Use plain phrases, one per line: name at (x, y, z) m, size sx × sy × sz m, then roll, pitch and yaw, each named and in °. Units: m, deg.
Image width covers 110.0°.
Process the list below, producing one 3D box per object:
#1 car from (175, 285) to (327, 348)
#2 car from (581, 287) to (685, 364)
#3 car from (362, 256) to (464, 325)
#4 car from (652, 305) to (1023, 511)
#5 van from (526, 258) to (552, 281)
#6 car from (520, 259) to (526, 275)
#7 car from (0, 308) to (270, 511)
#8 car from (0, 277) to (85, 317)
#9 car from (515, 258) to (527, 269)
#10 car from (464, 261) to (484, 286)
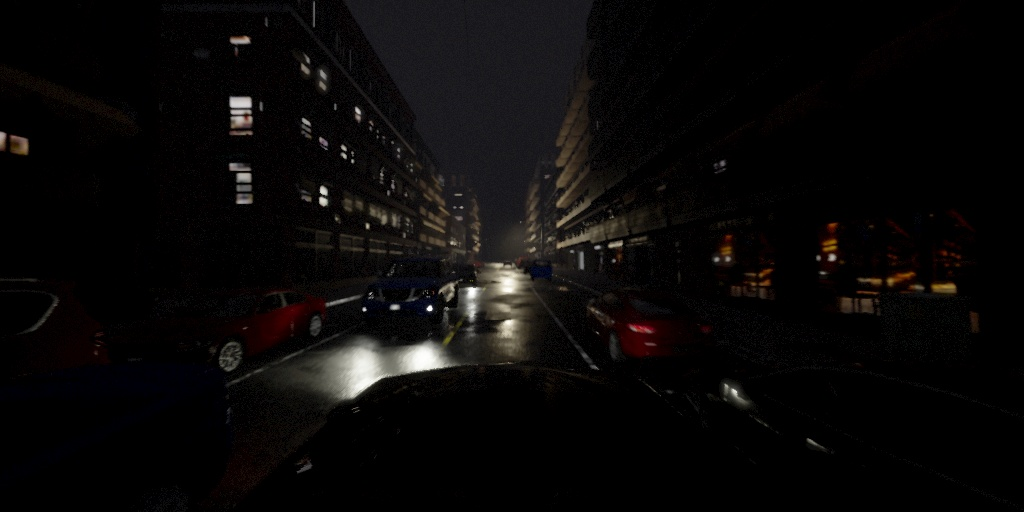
car at (-5.735, 1.369, 7.681) m, size 1.888 × 1.381 × 4.507 m, roll 0°, pitch 0°, yaw -1°
car at (2.646, 1.323, 7.746) m, size 1.802 × 1.307 × 4.207 m, roll 0°, pitch 0°, yaw -1°
car at (-3.214, 1.030, 12.511) m, size 2.150 × 2.045 × 5.566 m, roll -1°, pitch 0°, yaw -1°
car at (2.716, 1.292, 2.176) m, size 1.948 × 1.339 × 4.313 m, roll 0°, pitch 0°, yaw -1°
van at (2.364, 1.142, 30.030) m, size 1.690 × 1.789 × 3.998 m, roll 0°, pitch 0°, yaw -1°
car at (2.224, 1.377, 41.170) m, size 1.888 × 1.381 × 4.507 m, roll 0°, pitch 0°, yaw -1°
car at (-3.061, 1.257, 0.690) m, size 1.882 × 1.535 × 5.008 m, roll -1°, pitch 0°, yaw -2°
car at (-5.664, 1.123, 2.110) m, size 2.192 × 1.841 × 5.009 m, roll 0°, pitch 0°, yaw -1°
car at (2.013, 1.193, 57.882) m, size 2.192 × 1.841 × 5.009 m, roll 0°, pitch 0°, yaw -1°
car at (-3.359, 1.353, 25.979) m, size 1.837 × 1.490 × 4.892 m, roll -1°, pitch 0°, yaw -1°
